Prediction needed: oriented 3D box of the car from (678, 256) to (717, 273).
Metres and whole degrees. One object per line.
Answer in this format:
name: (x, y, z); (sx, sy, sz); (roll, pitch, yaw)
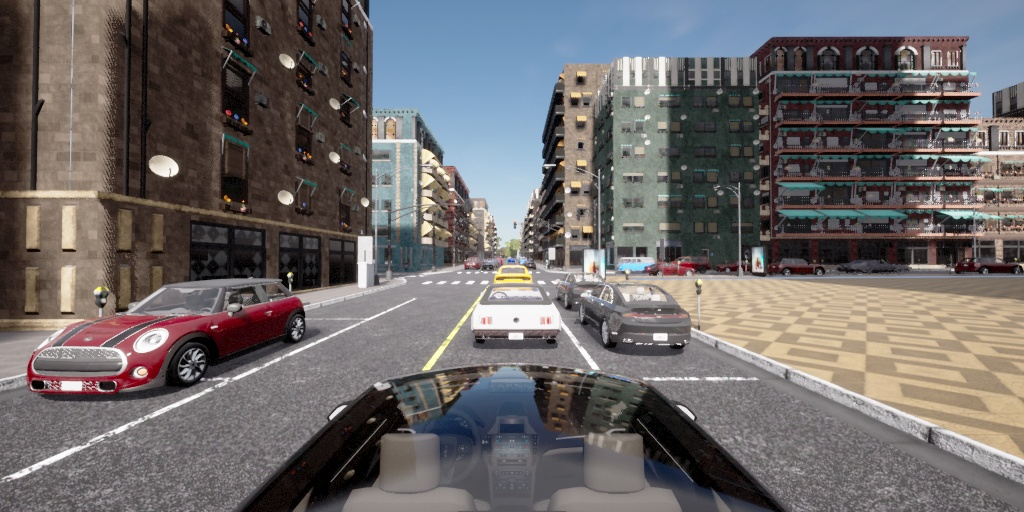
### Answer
car: (19.223, 0.978, 39.554); (5.009, 1.841, 2.192); (0, 0, 0)

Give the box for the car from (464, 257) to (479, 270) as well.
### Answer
car: (-5.791, 1.084, 52.770); (2.192, 1.841, 5.009); (0, 0, 0)

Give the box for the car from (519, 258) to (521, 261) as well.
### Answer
car: (2.579, 1.353, 58.317); (1.802, 1.307, 4.207); (0, 0, 0)

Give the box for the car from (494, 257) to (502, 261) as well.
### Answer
car: (-3.200, 1.320, 60.132); (2.033, 1.411, 5.357); (0, 0, 0)

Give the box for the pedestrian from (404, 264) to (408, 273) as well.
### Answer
pedestrian: (-12.610, 1.098, 42.681); (0.375, 1.860, 0.375); (0, 0, 0)

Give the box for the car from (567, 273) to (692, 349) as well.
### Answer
car: (2.807, 1.303, 8.984); (2.007, 1.370, 4.403); (0, 0, 0)

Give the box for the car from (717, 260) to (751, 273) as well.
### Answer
car: (24.751, 1.166, 39.525); (4.507, 1.381, 1.888); (0, 0, 0)

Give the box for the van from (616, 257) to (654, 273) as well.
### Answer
van: (13.695, 1.046, 39.583); (3.998, 1.789, 1.690); (0, 0, 0)

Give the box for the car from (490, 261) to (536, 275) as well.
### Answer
car: (0.058, 1.233, 19.021); (1.882, 1.535, 5.008); (0, 0, 0)

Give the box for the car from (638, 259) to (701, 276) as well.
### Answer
car: (13.650, 1.163, 31.202); (4.207, 1.307, 1.802); (0, 0, 0)

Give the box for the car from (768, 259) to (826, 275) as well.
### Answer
car: (24.705, 0.936, 31.145); (4.097, 1.591, 1.967); (0, 0, 0)

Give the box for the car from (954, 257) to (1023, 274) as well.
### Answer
car: (41.286, 0.812, 31.059); (4.097, 1.591, 1.967); (0, 0, 0)

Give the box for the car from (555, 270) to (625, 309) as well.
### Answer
car: (2.795, 1.304, 14.554); (2.007, 1.370, 4.403); (0, 0, 0)

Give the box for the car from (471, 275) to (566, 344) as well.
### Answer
car: (0.083, 1.353, 9.568); (1.895, 1.301, 4.718); (0, 0, 0)

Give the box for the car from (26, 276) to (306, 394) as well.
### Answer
car: (-5.829, 1.191, 6.731); (1.967, 1.591, 4.097); (0, 0, 0)

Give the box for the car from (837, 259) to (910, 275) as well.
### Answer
car: (33.852, 1.013, 33.701); (5.357, 1.411, 2.033); (0, -1, 0)

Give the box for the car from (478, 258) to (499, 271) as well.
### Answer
car: (-3.213, 1.369, 50.439); (1.895, 1.301, 4.718); (0, 0, 1)

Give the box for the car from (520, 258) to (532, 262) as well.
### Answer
car: (2.590, 1.335, 52.747); (1.948, 1.339, 4.313); (0, 0, 0)
